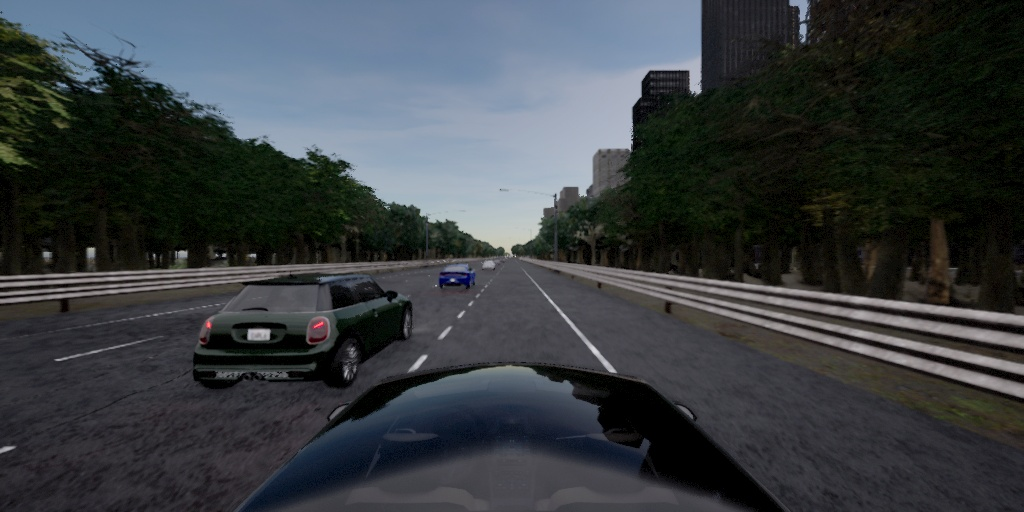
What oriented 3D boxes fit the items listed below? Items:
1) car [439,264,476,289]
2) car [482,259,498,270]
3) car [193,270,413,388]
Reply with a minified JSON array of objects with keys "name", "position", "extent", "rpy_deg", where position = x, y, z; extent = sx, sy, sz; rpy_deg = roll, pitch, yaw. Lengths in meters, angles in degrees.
[{"name":"car","position":[-3.493,1.280,23.633],"extent":[1.882,1.535,5.008],"rpy_deg":[0,0,0]},{"name":"car","position":[-3.482,1.423,54.751],"extent":[1.812,1.442,4.674],"rpy_deg":[0,0,0]},{"name":"car","position":[-3.499,1.113,7.083],"extent":[2.097,1.767,4.553],"rpy_deg":[0,0,0]}]
